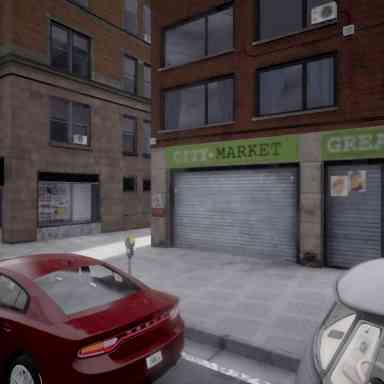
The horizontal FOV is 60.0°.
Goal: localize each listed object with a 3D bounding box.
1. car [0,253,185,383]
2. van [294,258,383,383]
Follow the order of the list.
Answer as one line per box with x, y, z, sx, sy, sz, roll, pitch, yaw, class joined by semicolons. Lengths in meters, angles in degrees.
-2.192;1.544;4.639;4.507;1.381;1.887;0;0;35;car
2.417;1.341;1.352;3.998;1.788;1.690;0;0;35;van
